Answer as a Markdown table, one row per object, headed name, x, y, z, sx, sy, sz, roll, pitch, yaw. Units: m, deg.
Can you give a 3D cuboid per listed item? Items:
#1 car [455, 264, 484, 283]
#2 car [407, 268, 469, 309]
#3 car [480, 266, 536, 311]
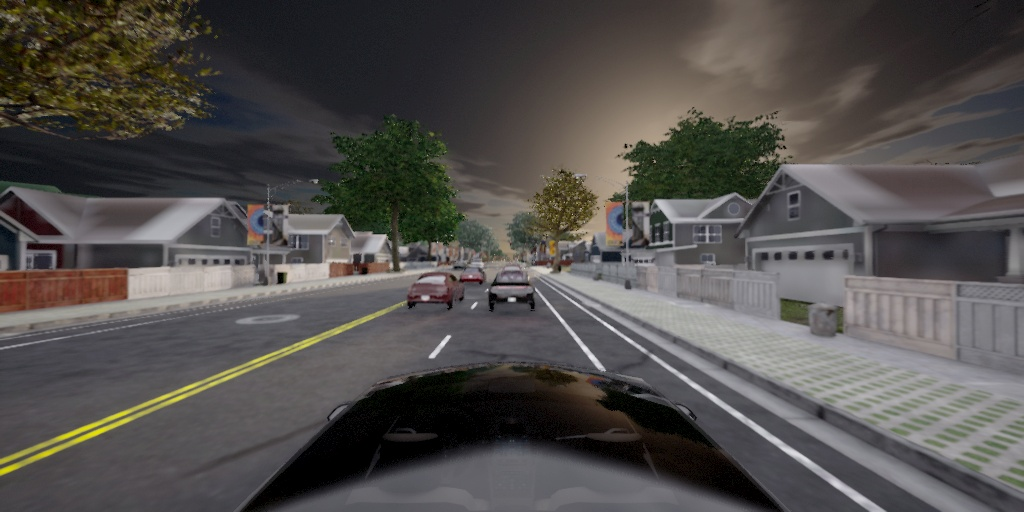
| name | x | y | z | sx | sy | sz | roll | pitch | yaw |
| --- | --- | --- | --- | --- | --- | --- | --- | --- | --- |
| car | -3.241 | 1.605 | 30.244 | 1.994 | 1.385 | 4.181 | 0 | 0 | 1 |
| car | -3.231 | 1.419 | 15.733 | 1.812 | 1.442 | 4.674 | 0 | 0 | 0 |
| car | 0.016 | 1.382 | 15.354 | 2.128 | 1.511 | 4.902 | 0 | 0 | 0 |
